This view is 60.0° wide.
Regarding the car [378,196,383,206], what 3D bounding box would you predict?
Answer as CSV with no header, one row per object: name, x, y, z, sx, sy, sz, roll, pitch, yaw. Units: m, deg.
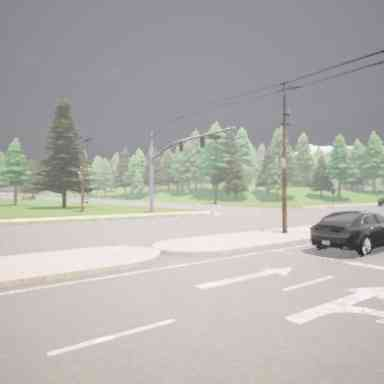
car,30.781,1.184,51.144,5.566,2.045,2.150,0,0,-36

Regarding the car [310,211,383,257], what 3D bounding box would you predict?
car,6.601,1.497,13.059,4.892,1.490,1.837,-1,0,-37
